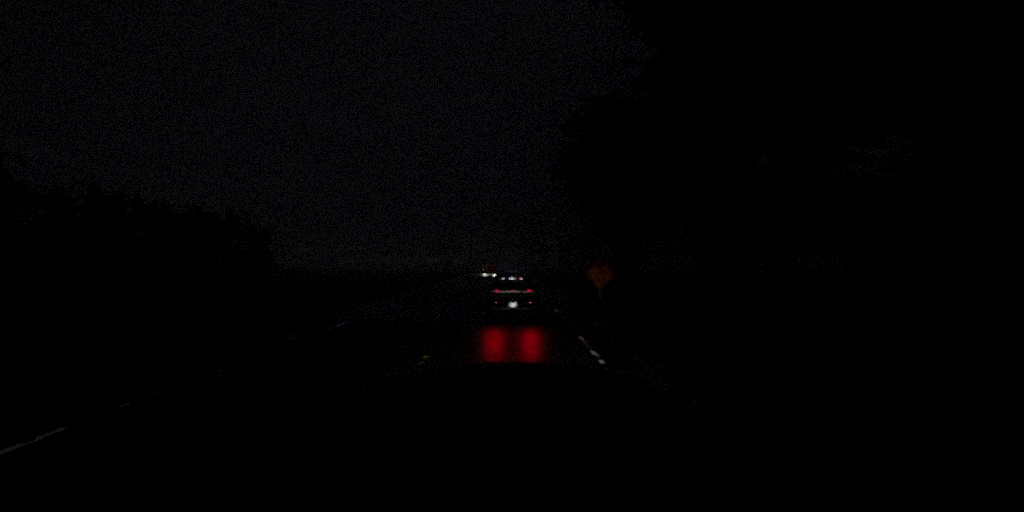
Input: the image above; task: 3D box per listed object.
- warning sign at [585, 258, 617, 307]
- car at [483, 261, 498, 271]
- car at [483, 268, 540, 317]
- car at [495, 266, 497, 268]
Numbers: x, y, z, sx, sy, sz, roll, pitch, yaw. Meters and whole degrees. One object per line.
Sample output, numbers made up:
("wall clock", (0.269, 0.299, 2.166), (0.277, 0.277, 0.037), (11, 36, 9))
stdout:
("warning sign", (3.548, 1.023, 14.563), (1.300, 1.860, 1.060), (0, 0, 0))
("car", (-3.563, 1.822, 59.205), (2.150, 2.045, 5.566), (0, -1, 1))
("car", (0.044, 1.389, 13.866), (2.128, 1.511, 4.902), (0, -1, 0))
("car", (0.025, 1.627, 26.961), (2.033, 1.411, 5.357), (0, -1, 1))
